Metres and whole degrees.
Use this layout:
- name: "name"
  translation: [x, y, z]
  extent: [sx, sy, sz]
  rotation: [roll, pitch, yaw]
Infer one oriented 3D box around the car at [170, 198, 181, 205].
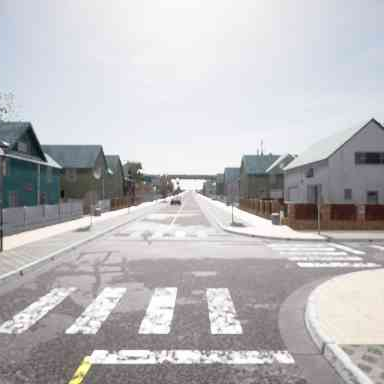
- name: "car"
  translation: [-2.906, 1.663, 60.268]
  extent: [1.895, 1.301, 4.718]
  rotation: [0, 0, 0]
